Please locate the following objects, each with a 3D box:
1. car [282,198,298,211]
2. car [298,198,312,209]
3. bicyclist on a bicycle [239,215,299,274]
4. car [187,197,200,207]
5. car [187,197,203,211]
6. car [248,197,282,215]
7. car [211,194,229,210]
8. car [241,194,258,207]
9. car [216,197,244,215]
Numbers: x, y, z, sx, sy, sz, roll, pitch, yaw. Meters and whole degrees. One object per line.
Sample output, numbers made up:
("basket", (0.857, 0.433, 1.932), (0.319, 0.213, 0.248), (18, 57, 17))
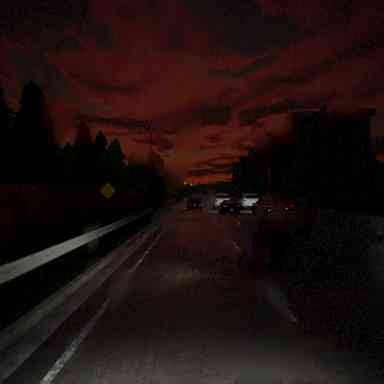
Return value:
("car", (10.824, 1.601, 40.228), (1.895, 1.301, 4.718), (0, 0, 0))
("car", (14.338, 1.478, 44.319), (1.882, 1.535, 5.008), (0, 0, 0))
("bicyclist on a bicycle", (2.079, 1.455, 9.072), (1.656, 1.620, 0.582), (-2, 0, 0))
("car", (0.262, 1.526, 51.037), (1.812, 1.442, 4.674), (0, 0, 0))
("car", (0.336, 1.547, 40.686), (2.033, 1.411, 5.357), (0, 0, 0))
("car", (7.291, 1.505, 33.609), (1.837, 1.490, 4.892), (0, 0, 0))
("car", (3.832, 1.221, 43.951), (2.150, 2.045, 5.566), (0, 0, 0))
("car", (7.333, 1.221, 43.514), (2.150, 2.045, 5.566), (0, 0, 0))
("car", (3.793, 1.526, 34.041), (1.812, 1.442, 4.674), (0, 0, 0))
